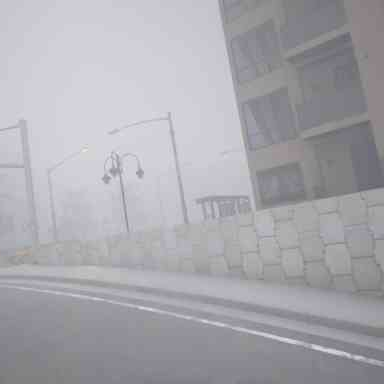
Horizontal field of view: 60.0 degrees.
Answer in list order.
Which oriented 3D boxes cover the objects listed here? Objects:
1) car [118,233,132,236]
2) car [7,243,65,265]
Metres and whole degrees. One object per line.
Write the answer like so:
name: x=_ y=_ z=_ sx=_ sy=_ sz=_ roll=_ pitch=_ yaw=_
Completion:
car: x=-7.846 y=5.454 z=37.491 sx=1.895 sy=1.301 sz=4.718 roll=-14 pitch=-8 yaw=35
car: x=-13.688 y=5.361 z=29.560 sx=1.882 sy=1.535 sz=5.008 roll=-14 pitch=-8 yaw=35
